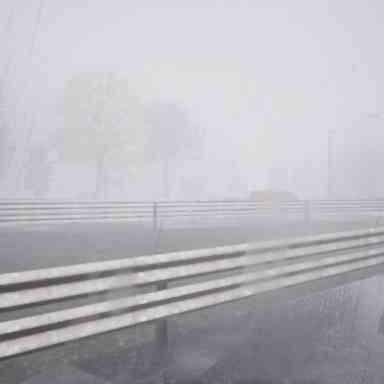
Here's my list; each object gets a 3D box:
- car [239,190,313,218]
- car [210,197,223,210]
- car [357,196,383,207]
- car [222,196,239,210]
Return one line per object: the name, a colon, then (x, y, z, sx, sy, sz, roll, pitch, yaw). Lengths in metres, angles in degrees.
car: (6.938, 0.904, 26.402, 5.566, 2.045, 2.150, 0, 0, -22)
car: (3.908, 1.169, 32.712, 5.008, 1.535, 1.882, 0, 0, -22)
car: (21.641, 1.258, 39.812, 4.674, 1.442, 1.812, 0, 0, -21)
car: (5.413, 1.216, 29.542, 4.674, 1.442, 1.812, 0, 0, -22)
